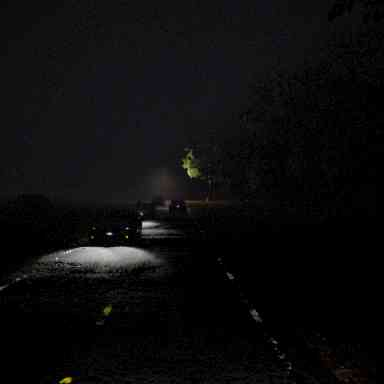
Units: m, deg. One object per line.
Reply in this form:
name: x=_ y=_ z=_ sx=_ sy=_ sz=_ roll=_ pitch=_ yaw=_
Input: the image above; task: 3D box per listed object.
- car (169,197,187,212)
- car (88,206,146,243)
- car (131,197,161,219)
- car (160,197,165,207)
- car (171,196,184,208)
car: x=-1.630 y=1.561 z=38.752 sx=1.994 sy=1.385 sz=4.181 roll=0 pitch=0 yaw=-2
car: x=-3.517 y=1.566 z=15.877 sx=1.994 sy=1.385 sz=4.181 roll=0 pitch=0 yaw=-2
car: x=-4.089 y=1.492 z=28.676 sx=2.128 sy=1.511 sz=4.902 roll=0 pitch=0 yaw=-2
car: x=-5.082 y=1.468 z=49.743 sx=1.882 sy=1.535 sz=5.008 roll=0 pitch=0 yaw=-3
car: x=-2.141 y=1.469 z=49.946 sx=1.882 sy=1.535 sz=5.008 roll=0 pitch=0 yaw=-3
